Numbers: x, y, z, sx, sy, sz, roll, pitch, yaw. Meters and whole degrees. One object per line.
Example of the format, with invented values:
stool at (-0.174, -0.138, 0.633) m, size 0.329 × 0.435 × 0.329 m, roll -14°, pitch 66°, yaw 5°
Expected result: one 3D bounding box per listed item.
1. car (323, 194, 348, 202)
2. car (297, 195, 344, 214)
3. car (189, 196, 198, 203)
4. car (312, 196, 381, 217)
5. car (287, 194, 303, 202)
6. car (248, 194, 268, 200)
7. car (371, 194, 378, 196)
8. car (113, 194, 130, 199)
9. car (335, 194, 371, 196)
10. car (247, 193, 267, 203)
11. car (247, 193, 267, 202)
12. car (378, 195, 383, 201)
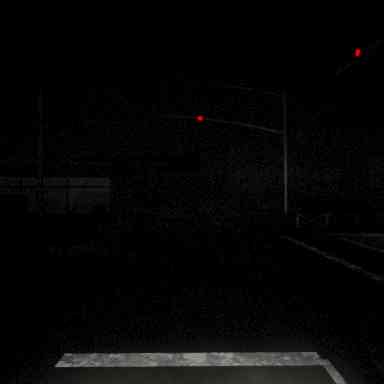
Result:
car at (31.326, 1.298, 72.731) m, size 4.514 × 1.523 × 2.007 m, roll 0°, pitch 0°, yaw 0°
car at (13.021, 1.330, 31.435) m, size 5.027 × 1.636 × 2.152 m, roll 0°, pitch 0°, yaw 0°
car at (0.282, 1.547, 69.721) m, size 2.033 × 1.411 × 5.357 m, roll 0°, pitch 0°, yaw 0°
car at (13.084, 1.340, 28.298) m, size 4.514 × 1.523 × 2.007 m, roll 0°, pitch 0°, yaw 0°
car at (21.338, 1.097, 65.757) m, size 4.605 × 1.855 × 1.932 m, roll 0°, pitch 0°, yaw 0°
car at (18.146, 1.334, 91.646) m, size 4.902 × 1.511 × 2.128 m, roll 0°, pitch 0°, yaw 0°
car at (38.387, 1.232, 69.091) m, size 3.806 × 1.475 × 1.970 m, roll 0°, pitch 0°, yaw 0°
car at (-19.389, 1.333, 91.627) m, size 4.674 × 1.442 × 1.812 m, roll 0°, pitch 0°, yaw 0°
car at (20.657, 1.320, 43.305) m, size 3.633 × 1.501 × 1.845 m, roll 0°, pitch 0°, yaw 0°
car at (12.859, 1.361, 65.692) m, size 3.806 × 1.475 × 1.970 m, roll 0°, pitch 0°, yaw 0°
car at (13.459, 1.077, 69.018) m, size 3.866 × 1.878 × 1.905 m, roll 0°, pitch 0°, yaw 0°
car at (38.731, 1.154, 62.675) m, size 5.027 × 1.636 × 2.152 m, roll 0°, pitch 0°, yaw 0°
